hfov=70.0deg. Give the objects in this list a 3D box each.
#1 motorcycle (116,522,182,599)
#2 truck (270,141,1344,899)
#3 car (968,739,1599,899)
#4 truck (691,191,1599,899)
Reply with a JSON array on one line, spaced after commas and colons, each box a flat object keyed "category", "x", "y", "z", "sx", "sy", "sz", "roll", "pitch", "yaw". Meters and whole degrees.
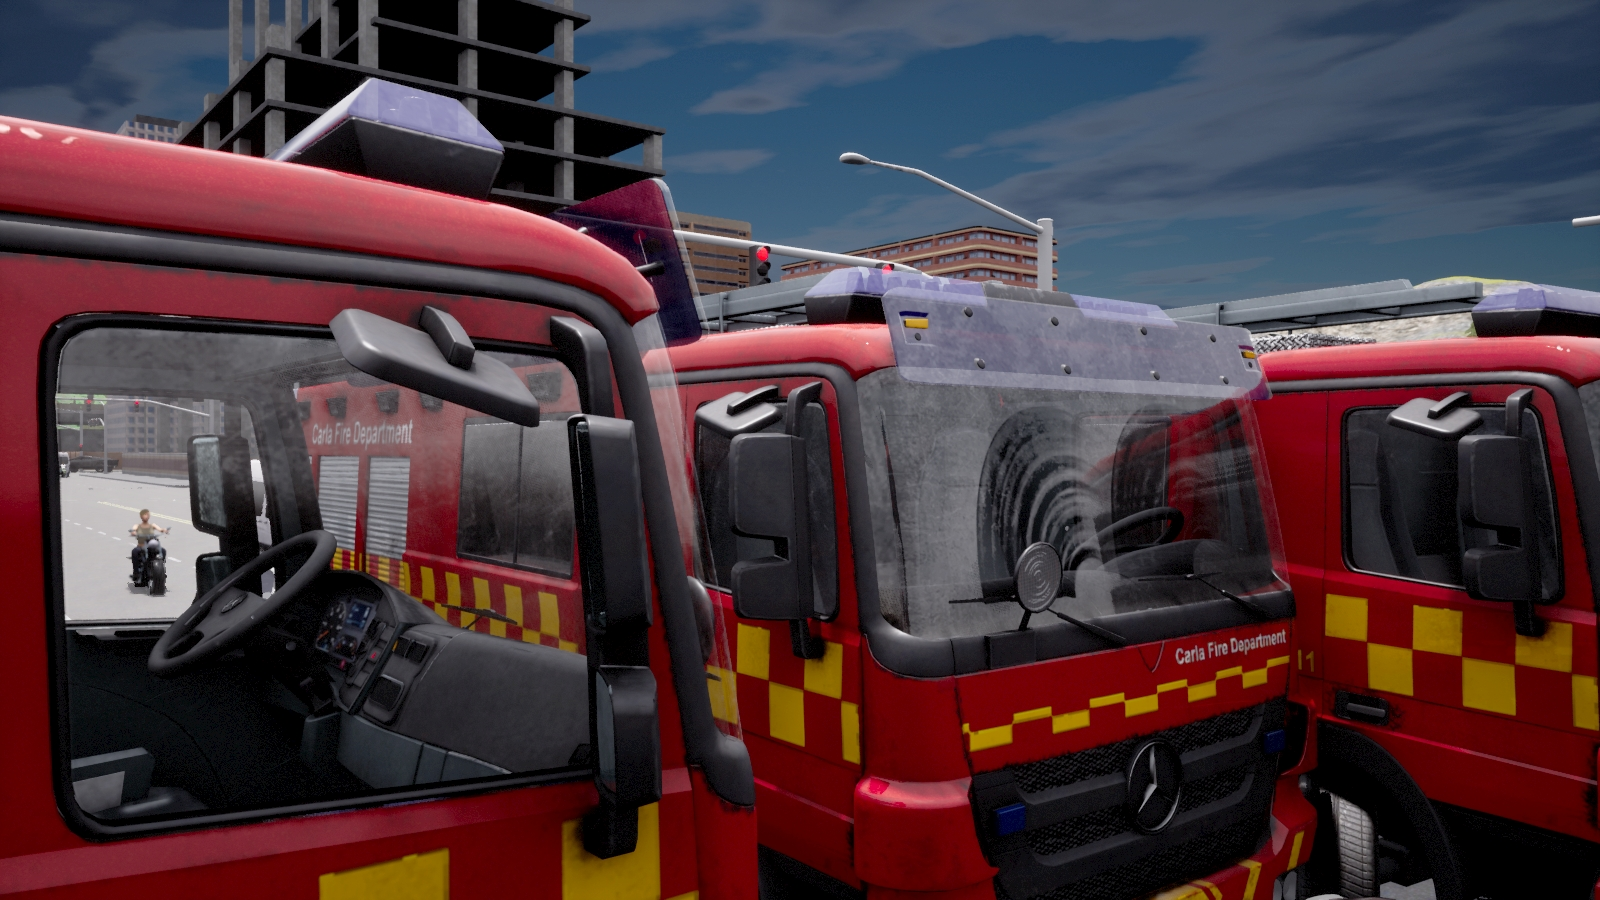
[{"category": "motorcycle", "x": -12.906, "y": 2.154, "z": 22.626, "sx": 0.764, "sy": 1.307, "sz": 2.356, "roll": 0, "pitch": 0, "yaw": -39}, {"category": "truck", "x": -1.099, "y": 0.890, "z": 8.003, "sx": 2.891, "sy": 3.827, "sz": 8.468, "roll": 0, "pitch": 0, "yaw": -38}, {"category": "car", "x": 2.437, "y": 2.065, "z": 3.109, "sx": 1.970, "sy": 1.475, "sz": 3.806, "roll": 0, "pitch": 0, "yaw": -30}, {"category": "truck", "x": 2.348, "y": 0.890, "z": 8.605, "sx": 2.891, "sy": 3.827, "sz": 8.468, "roll": 0, "pitch": 0, "yaw": -31}]
